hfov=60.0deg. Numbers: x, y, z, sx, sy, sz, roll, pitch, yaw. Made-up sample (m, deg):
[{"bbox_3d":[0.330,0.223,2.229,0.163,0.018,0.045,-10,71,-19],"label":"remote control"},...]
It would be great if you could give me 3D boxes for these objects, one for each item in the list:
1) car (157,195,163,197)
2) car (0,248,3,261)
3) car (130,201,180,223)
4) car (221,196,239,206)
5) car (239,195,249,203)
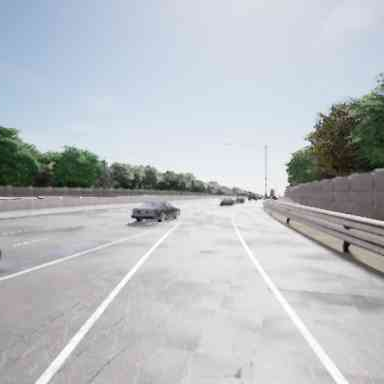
[{"bbox_3d":[-8.954,1.658,93.118,1.882,1.535,5.008,0,0,15],"label":"car"},{"bbox_3d":[-6.621,1.427,7.468,1.812,1.442,4.674,0,0,15],"label":"car"},{"bbox_3d":[-2.410,1.308,23.113,2.033,1.411,5.357,0,0,15],"label":"car"},{"bbox_3d":[5.868,1.538,53.885,1.994,1.385,4.181,0,0,15],"label":"car"},{"bbox_3d":[10.041,1.626,69.409,2.128,1.511,4.902,0,0,15],"label":"car"}]
